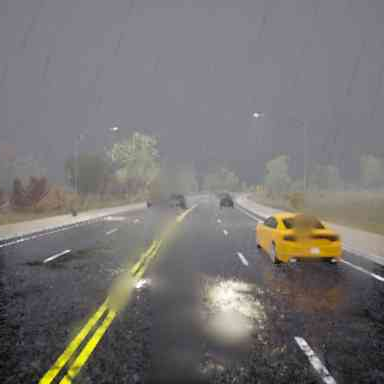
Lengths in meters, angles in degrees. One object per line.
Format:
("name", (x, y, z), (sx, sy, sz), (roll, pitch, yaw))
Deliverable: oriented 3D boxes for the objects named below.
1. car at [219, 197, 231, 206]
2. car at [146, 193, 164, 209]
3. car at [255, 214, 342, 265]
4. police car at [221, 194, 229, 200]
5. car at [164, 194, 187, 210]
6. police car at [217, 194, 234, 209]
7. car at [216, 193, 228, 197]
("car", (5.568, 1.558, 56.718), (1.994, 1.385, 4.181), (0, 0, 5))
("car", (-4.971, 1.233, 47.270), (2.150, 2.045, 5.566), (0, 0, 4))
("car", (3.472, 1.493, 11.761), (1.882, 1.535, 5.008), (0, 0, 1))
("police car", (8.999, 1.331, 89.423), (1.930, 1.638, 5.238), (0, 0, 7))
("car", (-1.930, 1.236, 44.031), (2.150, 2.045, 5.566), (0, 0, 4))
("police car", (4.774, 1.437, 45.932), (1.930, 1.638, 5.238), (0, 0, 4))
("car", (6.542, 1.193, 67.630), (2.150, 2.045, 5.566), (0, 0, 6))
